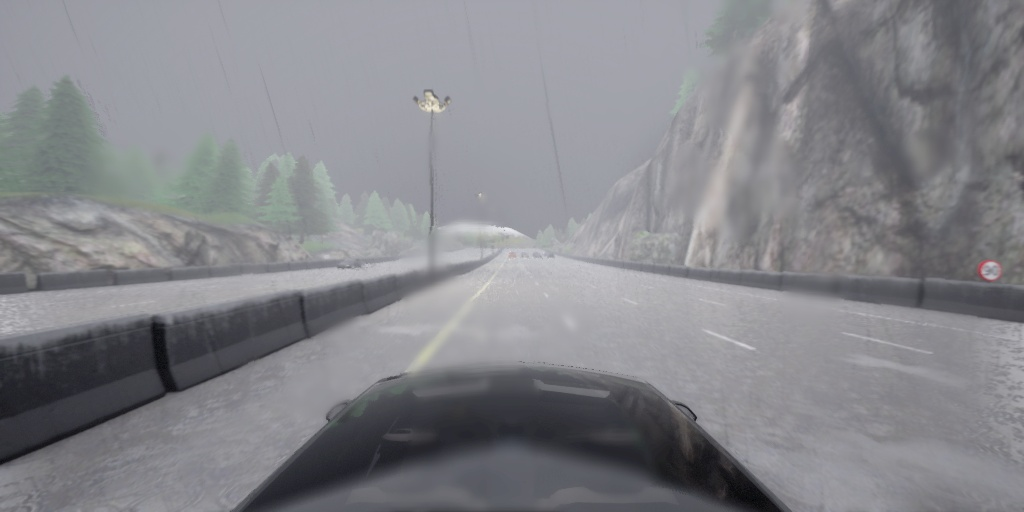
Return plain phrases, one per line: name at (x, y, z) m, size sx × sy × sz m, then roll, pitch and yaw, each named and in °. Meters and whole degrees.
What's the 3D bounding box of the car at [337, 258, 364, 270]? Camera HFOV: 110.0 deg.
car at (-20.953, 1.056, 46.707) m, size 1.837 × 1.490 × 4.892 m, roll 0°, pitch 1°, yaw 0°
